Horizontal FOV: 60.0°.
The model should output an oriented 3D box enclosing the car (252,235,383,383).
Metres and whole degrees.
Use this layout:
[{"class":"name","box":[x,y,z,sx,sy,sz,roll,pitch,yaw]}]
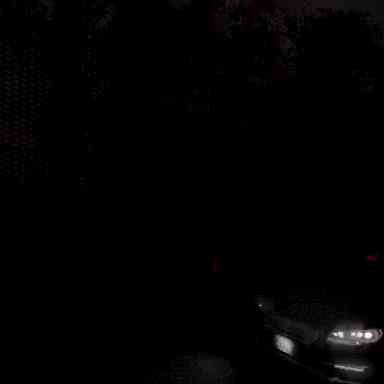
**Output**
[{"class":"car","box":[3.063,1.502,5.258,4.902,1.511,2.128,0,0,-36]}]
